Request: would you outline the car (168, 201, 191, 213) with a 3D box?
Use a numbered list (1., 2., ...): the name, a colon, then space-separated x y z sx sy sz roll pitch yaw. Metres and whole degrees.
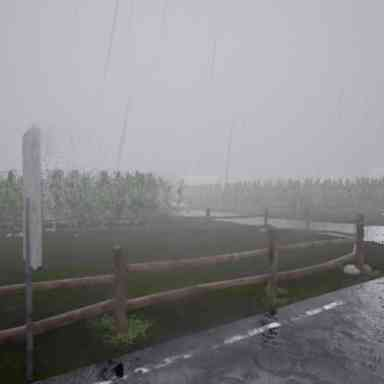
1. car: -1.747 1.924 42.909 1.812 1.442 4.674 0 0 -25
